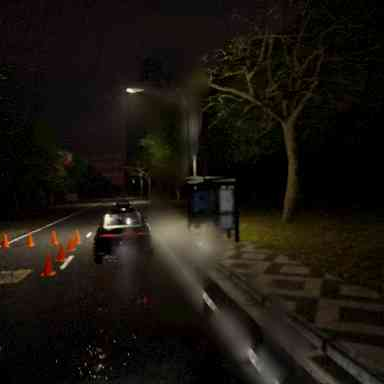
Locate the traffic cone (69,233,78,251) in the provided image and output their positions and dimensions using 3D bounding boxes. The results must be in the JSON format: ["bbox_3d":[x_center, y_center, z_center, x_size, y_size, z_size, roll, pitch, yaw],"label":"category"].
[{"bbox_3d":[-4.872,2.034,13.321,0.340,0.580,0.340,-2,0,-12],"label":"traffic cone"}]

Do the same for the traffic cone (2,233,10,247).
[{"bbox_3d":[-8.213,2.123,14.672,0.340,0.580,0.340,-2,0,-12],"label":"traffic cone"}]

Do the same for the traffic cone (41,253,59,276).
[{"bbox_3d":[-4.061,2.027,9.404,0.340,0.580,0.340,-2,0,-12],"label":"traffic cone"}]

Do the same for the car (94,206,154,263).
[{"bbox_3d":[-2.507,1.507,12.247,2.128,1.511,4.902,-2,0,-12],"label":"car"}]

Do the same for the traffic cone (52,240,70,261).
[{"bbox_3d":[-4.466,2.030,11.363,0.340,0.580,0.340,-2,0,-12],"label":"traffic cone"}]

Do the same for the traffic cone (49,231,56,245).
[{"bbox_3d":[-6.255,2.066,15.077,0.340,0.580,0.340,-2,0,-12],"label":"traffic cone"}]

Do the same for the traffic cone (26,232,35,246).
[{"bbox_3d":[-7.235,2.094,14.874,0.340,0.580,0.340,-2,0,-12],"label":"traffic cone"}]

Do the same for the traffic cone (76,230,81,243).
[{"bbox_3d":[-5.277,2.037,15.280,0.340,0.580,0.340,-2,0,-12],"label":"traffic cone"}]

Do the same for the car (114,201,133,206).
[{"bbox_3d":[-6.858,1.620,33.289,1.994,1.385,4.181,-2,0,-12],"label":"car"}]
